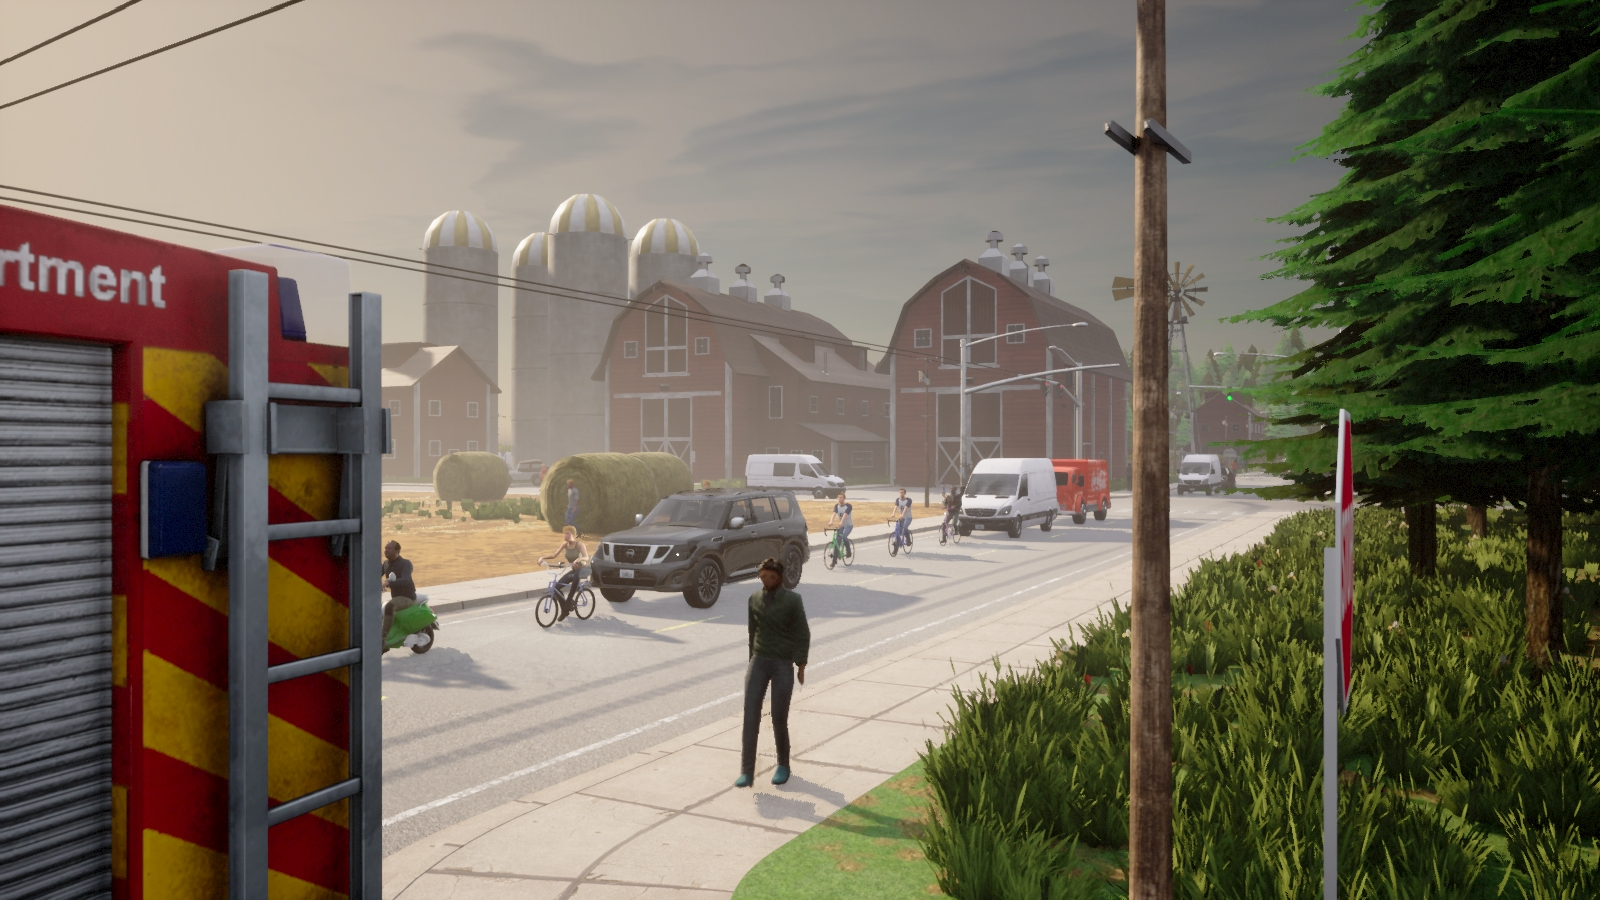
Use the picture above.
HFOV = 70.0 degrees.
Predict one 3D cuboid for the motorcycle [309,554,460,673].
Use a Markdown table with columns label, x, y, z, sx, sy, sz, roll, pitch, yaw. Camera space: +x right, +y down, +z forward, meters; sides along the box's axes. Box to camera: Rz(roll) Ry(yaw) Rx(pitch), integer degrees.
| label | x | y | z | sx | sy | sz | roll | pitch | yaw |
| --- | --- | --- | --- | --- | --- | --- | --- | --- | --- |
| motorcycle | -5.545 | 2.142 | 15.353 | 0.856 | 1.316 | 1.805 | 0 | 0 | 28 |

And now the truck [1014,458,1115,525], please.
| label | x | y | z | sx | sy | sz | roll | pitch | yaw |
| --- | --- | --- | --- | --- | --- | --- | --- | --- | --- |
| truck | 10.576 | 1.569 | 45.394 | 2.627 | 2.467 | 5.204 | 0 | 0 | 28 |

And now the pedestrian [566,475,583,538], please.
| label | x | y | z | sx | sy | sz | roll | pitch | yaw |
| --- | --- | --- | --- | --- | --- | --- | --- | --- | --- |
| pedestrian | -6.722 | 1.677 | 34.057 | 0.375 | 1.860 | 0.375 | 0 | 0 | 45 |

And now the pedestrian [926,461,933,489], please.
| label | x | y | z | sx | sy | sz | roll | pitch | yaw |
| --- | --- | --- | --- | --- | --- | --- | --- | --- | --- |
| pedestrian | 8.876 | 1.703 | 78.243 | 0.375 | 1.860 | 0.375 | 0 | 0 | 28 |

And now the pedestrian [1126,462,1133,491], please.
| label | x | y | z | sx | sy | sz | roll | pitch | yaw |
| --- | --- | --- | --- | --- | --- | --- | --- | --- | --- |
| pedestrian | 21.216 | 1.694 | 73.524 | 0.375 | 1.860 | 0.375 | 0 | 0 | 29 |

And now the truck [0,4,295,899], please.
| label | x | y | z | sx | sy | sz | roll | pitch | yaw |
| --- | --- | --- | --- | --- | --- | --- | --- | --- | --- |
| truck | -6.042 | 0.867 | 3.704 | 8.468 | 3.827 | 2.891 | 0 | 0 | 21 |

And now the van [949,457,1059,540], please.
| label | x | y | z | sx | sy | sz | roll | pitch | yaw |
| --- | --- | --- | --- | --- | --- | --- | --- | --- | --- |
| van | 7.076 | 1.534 | 38.973 | 1.988 | 2.561 | 5.915 | 0 | 0 | 28 |

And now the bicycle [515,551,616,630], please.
| label | x | y | z | sx | sy | sz | roll | pitch | yaw |
| --- | --- | --- | --- | --- | --- | --- | --- | --- | --- |
| bicycle | -3.805 | 2.256 | 18.622 | 0.859 | 1.080 | 1.487 | 0 | 0 | 28 |

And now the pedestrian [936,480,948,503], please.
| label | x | y | z | sx | sy | sz | roll | pitch | yaw |
| --- | --- | --- | --- | --- | --- | --- | --- | --- | --- |
| pedestrian | 7.041 | 2.049 | 56.596 | 0.500 | 1.100 | 0.500 | 0 | 0 | 23 |

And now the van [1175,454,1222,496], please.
| label | x | y | z | sx | sy | sz | roll | pitch | yaw |
| --- | --- | --- | --- | --- | --- | --- | --- | --- | --- |
| van | 25.709 | 1.534 | 73.538 | 1.988 | 2.561 | 5.915 | 0 | 0 | 28 |

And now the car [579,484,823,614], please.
| label | x | y | z | sx | sy | sz | roll | pitch | yaw |
| --- | --- | --- | --- | --- | --- | --- | --- | --- | --- |
| car | -1.731 | 1.779 | 22.466 | 2.150 | 2.045 | 5.566 | 0 | 0 | 27 |

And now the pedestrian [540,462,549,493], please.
| label | x | y | z | sx | sy | sz | roll | pitch | yaw |
| --- | --- | --- | --- | --- | --- | --- | --- | --- | --- |
| pedestrian | -15.561 | 1.671 | 69.491 | 0.375 | 1.860 | 0.375 | 0 | 0 | 28 |

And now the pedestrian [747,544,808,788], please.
| label | x | y | z | sx | sy | sz | roll | pitch | yaw |
| --- | --- | --- | --- | --- | --- | --- | --- | --- | --- |
| pedestrian | -0.177 | 1.696 | 9.107 | 0.375 | 1.860 | 0.375 | 0 | 0 | 19 |

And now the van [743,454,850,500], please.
| label | x | y | z | sx | sy | sz | roll | pitch | yaw |
| --- | --- | --- | --- | --- | --- | --- | --- | --- | --- |
| van | -0.225 | 1.504 | 65.691 | 5.915 | 2.561 | 1.988 | 0 | 0 | 27 |

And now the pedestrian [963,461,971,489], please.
| label | x | y | z | sx | sy | sz | roll | pitch | yaw |
| --- | --- | --- | --- | --- | --- | --- | --- | --- | --- |
| pedestrian | 11.357 | 1.702 | 77.679 | 0.375 | 1.860 | 0.375 | 0 | 0 | 31 |
